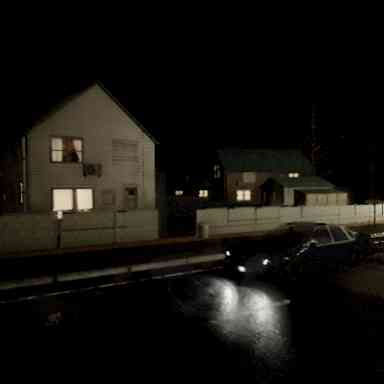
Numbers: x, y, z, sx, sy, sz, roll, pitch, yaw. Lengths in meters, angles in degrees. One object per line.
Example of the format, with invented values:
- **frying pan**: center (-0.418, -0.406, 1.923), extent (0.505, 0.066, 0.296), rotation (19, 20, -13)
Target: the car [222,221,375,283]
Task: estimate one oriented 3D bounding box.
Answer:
- **car**: center (3.463, 1.622, 10.108), extent (5.357, 1.411, 2.033), rotation (1, 0, -35)
